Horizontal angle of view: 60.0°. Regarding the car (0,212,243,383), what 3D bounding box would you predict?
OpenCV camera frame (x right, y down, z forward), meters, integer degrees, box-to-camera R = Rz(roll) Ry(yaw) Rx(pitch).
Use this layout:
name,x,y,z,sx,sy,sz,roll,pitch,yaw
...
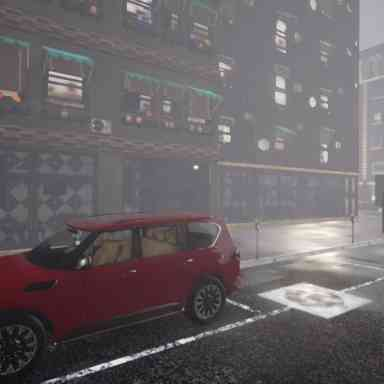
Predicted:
name,x,y,z,sx,sy,sz,roll,pitch,yaw
car,-1.362,1.316,5.584,5.009,1.841,2.192,0,1,-35

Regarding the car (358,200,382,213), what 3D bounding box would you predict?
name,x,y,z,sx,sy,sz,roll,pitch,yaw
car,20.164,1.538,37.360,1.887,1.381,4.507,1,0,-36
